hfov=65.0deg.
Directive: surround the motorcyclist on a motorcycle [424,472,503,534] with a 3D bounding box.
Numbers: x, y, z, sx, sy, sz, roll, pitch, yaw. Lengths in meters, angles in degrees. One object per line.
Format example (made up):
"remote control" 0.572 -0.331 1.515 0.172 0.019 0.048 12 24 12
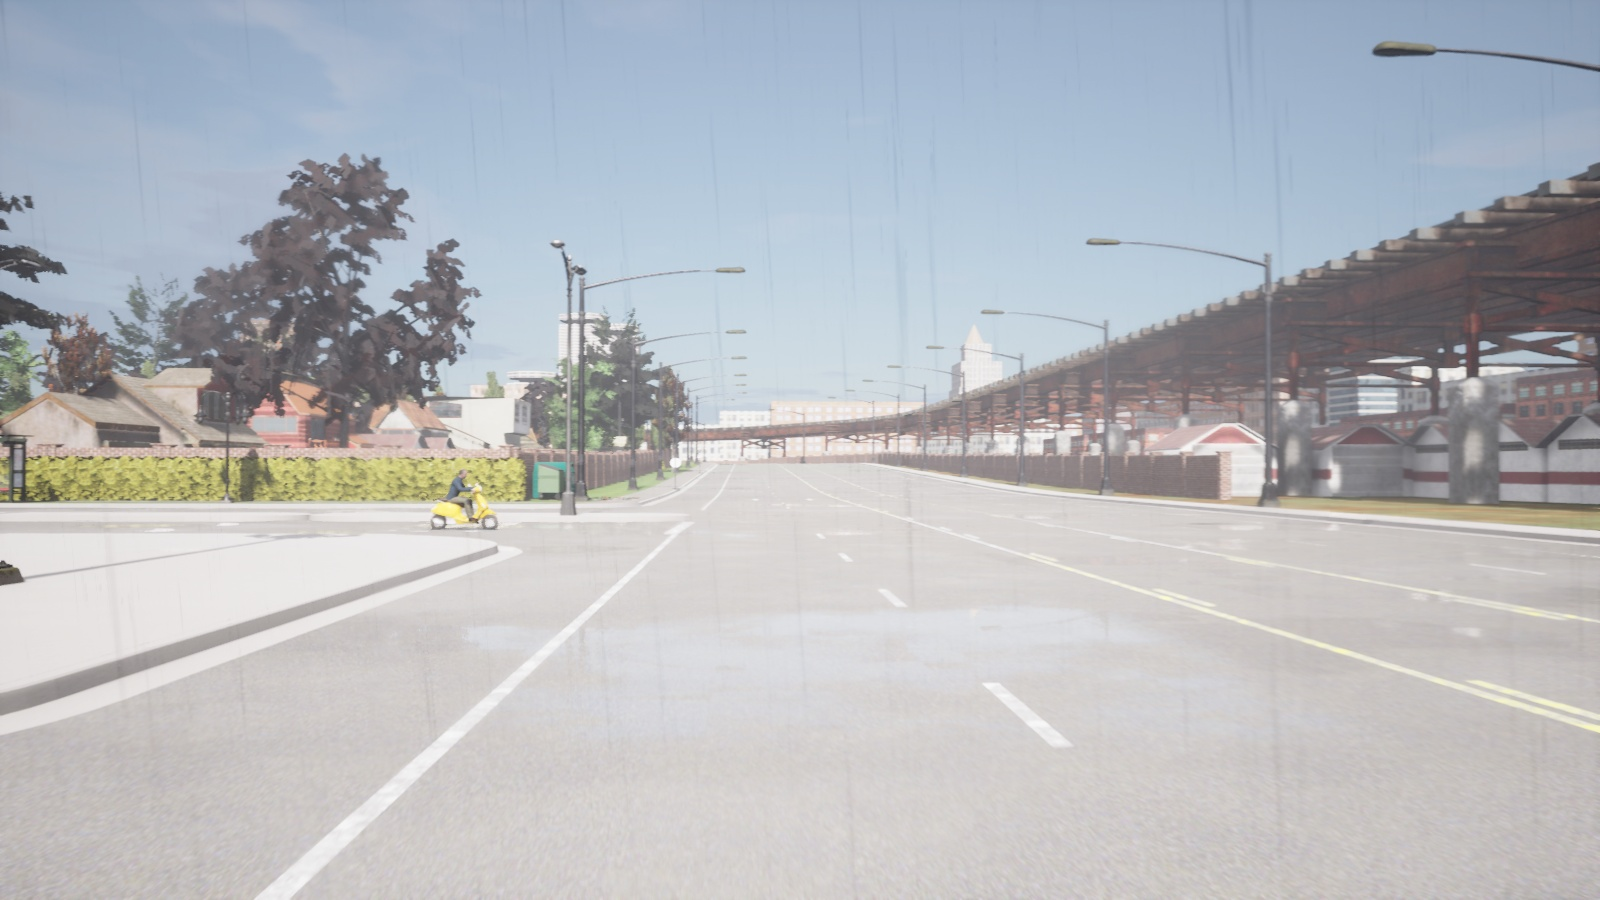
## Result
"motorcyclist on a motorcycle" -8.677 1.356 32.410 1.817 1.590 0.866 0 -1 -2
